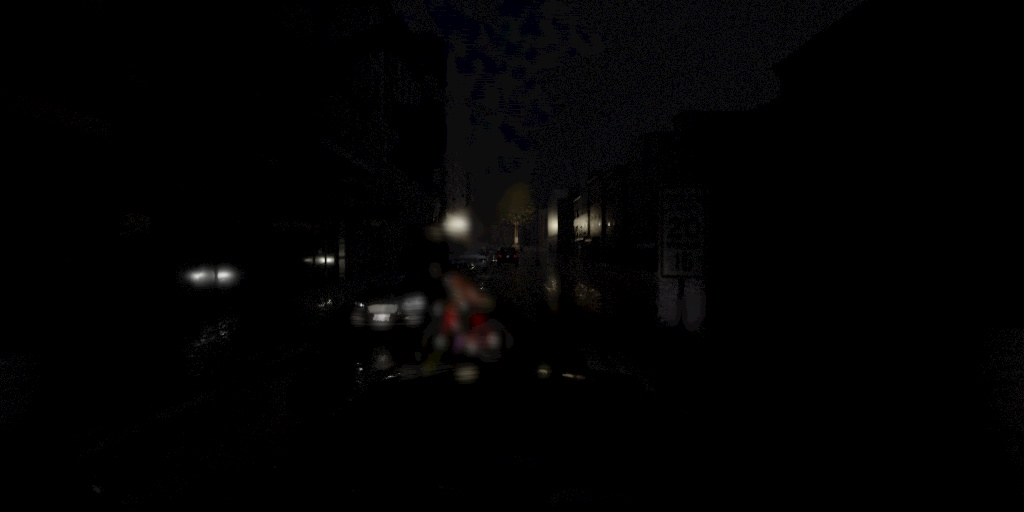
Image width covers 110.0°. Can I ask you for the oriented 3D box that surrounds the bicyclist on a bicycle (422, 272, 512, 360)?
[{"bbox_3d":[-0.839,1.110,6.579,1.656,1.620,0.582,-2,1,-1],"label":"bicyclist on a bicycle"}]

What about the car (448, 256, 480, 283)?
[{"bbox_3d":[-3.115,0.908,20.465,1.994,1.385,4.181,0,1,-1],"label":"car"}]

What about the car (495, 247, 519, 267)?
[{"bbox_3d":[-0.458,0.019,38.560,2.150,2.045,5.566,0,2,-1],"label":"car"}]

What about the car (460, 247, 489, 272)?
[{"bbox_3d":[-3.262,0.273,31.170,2.150,2.045,5.566,0,2,-4],"label":"car"}]

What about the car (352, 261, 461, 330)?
[{"bbox_3d":[-2.967,1.069,10.514,2.128,1.511,4.902,0,1,-1],"label":"car"}]
